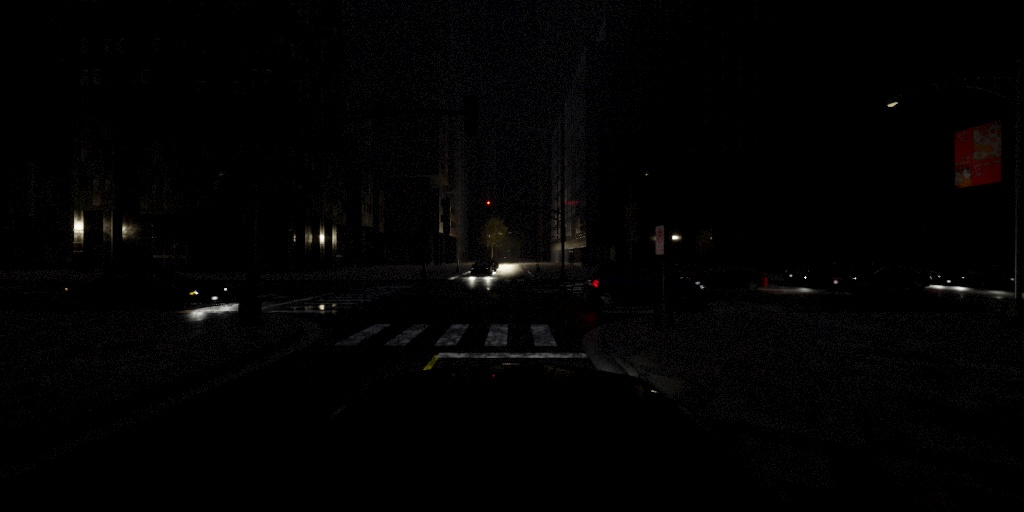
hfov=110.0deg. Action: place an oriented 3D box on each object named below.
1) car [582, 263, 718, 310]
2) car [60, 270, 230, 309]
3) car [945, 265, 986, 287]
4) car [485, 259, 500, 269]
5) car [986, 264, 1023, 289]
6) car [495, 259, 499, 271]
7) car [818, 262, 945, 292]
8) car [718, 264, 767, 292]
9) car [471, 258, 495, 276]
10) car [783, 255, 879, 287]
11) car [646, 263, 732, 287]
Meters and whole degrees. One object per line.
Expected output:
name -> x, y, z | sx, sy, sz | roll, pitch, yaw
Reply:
car -> 5.200, 1.111, 14.257 | 4.553, 1.767, 2.097 | 0, 0, 0
car -> -14.520, 1.292, 14.337 | 5.357, 1.411, 2.033 | 0, 0, 1
car -> 32.040, 1.322, 24.094 | 5.357, 1.411, 2.033 | 0, 0, 0
car -> -3.125, 1.230, 57.209 | 2.128, 1.511, 4.902 | 0, 0, 0
car -> 31.944, 1.003, 20.844 | 5.566, 2.045, 2.150 | 0, 0, 0
car -> -3.115, 1.092, 47.293 | 2.097, 1.767, 4.553 | 0, 0, 0
car -> 21.331, 1.258, 20.894 | 4.902, 1.511, 2.128 | 0, 0, 0
car -> 12.007, 1.233, 20.937 | 5.008, 1.535, 1.882 | 0, 0, 1
car -> -3.101, 1.220, 37.513 | 1.882, 1.535, 5.008 | 0, 0, 1
car -> 21.585, 0.982, 24.129 | 5.566, 2.045, 2.150 | 0, 0, 1
car -> 11.854, 1.253, 24.193 | 4.892, 1.490, 1.837 | 0, 0, -1
